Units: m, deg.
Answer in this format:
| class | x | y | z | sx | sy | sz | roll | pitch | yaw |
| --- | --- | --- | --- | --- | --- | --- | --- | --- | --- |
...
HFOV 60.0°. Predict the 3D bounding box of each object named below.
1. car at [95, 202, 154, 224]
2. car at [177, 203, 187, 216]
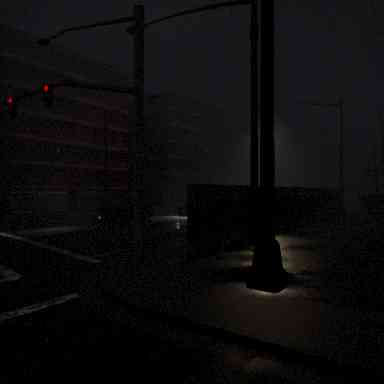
| class | x | y | z | sx | sy | sz | roll | pitch | yaw |
| --- | --- | --- | --- | --- | --- | --- | --- | --- | --- |
| car | -4.927 | 1.491 | 24.787 | 2.128 | 1.511 | 4.902 | 0 | 0 | 35 |
| car | 0.512 | 1.504 | 32.529 | 1.837 | 1.490 | 4.892 | 0 | 0 | 35 |
